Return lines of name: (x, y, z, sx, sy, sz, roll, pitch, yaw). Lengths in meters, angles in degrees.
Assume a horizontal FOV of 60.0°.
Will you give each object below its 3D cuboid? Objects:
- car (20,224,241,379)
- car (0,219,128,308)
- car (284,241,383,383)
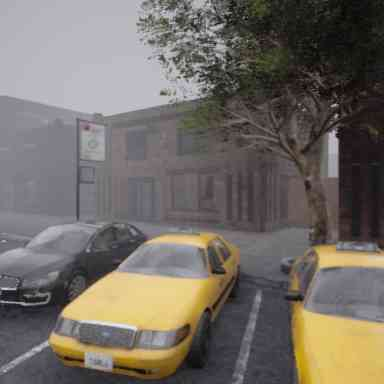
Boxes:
car: (-0.246, 1.459, 6.052, 1.946, 1.575, 5.366, 1, 0, 16)
car: (-2.631, 1.447, 7.985, 2.231, 1.521, 4.892, 1, 0, 16)
car: (2.196, 1.477, 4.306, 1.946, 1.575, 5.366, 1, 0, 16)
